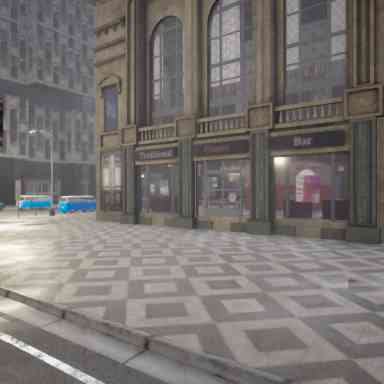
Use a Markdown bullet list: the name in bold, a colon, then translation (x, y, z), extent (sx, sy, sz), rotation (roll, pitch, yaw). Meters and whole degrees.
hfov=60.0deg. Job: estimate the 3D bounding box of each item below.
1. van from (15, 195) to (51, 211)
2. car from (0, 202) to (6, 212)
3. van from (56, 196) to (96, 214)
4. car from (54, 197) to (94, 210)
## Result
- **van**: translation (-18.537, 1.292, 39.092), extent (1.690, 1.788, 3.998), rotation (0, 0, 36)
- **car**: translation (-21.809, 1.513, 34.525), extent (2.008, 1.369, 4.403), rotation (0, 0, 36)
- **van**: translation (-11.606, 1.282, 34.129), extent (1.690, 1.788, 3.998), rotation (0, 0, 36)
- **car**: translation (-15.364, 1.466, 43.521), extent (1.752, 1.417, 4.829), rotation (0, 0, 36)
